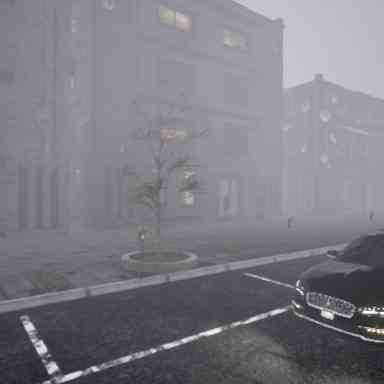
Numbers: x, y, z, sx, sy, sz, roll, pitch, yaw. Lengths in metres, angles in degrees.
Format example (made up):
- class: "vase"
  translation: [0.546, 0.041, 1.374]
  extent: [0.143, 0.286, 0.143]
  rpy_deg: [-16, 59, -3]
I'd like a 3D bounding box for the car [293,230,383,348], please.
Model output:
- class: "car"
  translation: [3.909, 1.503, 6.169]
  extent: [4.892, 1.490, 1.837]
  rpy_deg: [0, 0, -36]
